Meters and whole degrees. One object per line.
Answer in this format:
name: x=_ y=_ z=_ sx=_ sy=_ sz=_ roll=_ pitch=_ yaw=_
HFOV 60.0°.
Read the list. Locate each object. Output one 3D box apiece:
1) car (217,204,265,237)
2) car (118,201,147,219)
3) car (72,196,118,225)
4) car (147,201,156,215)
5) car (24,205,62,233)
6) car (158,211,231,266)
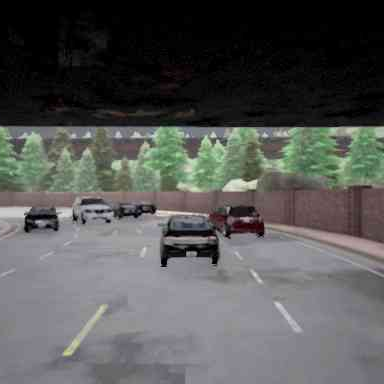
car: x=2.302 y=1.454 z=18.558 sx=2.097 sy=1.767 sz=4.553 roll=0 pitch=0 yaw=-11
car: x=-6.563 y=1.718 z=30.996 sx=2.033 sy=1.411 sz=5.357 roll=0 pitch=0 yaw=-35
car: x=-7.948 y=1.366 z=26.230 sx=2.150 sy=2.045 sz=5.566 roll=1 pitch=-1 yaw=-30
car: x=-5.625 y=1.685 z=35.208 sx=2.128 sy=1.511 sz=4.902 roll=0 pitch=-1 yaw=-38
car: x=-9.297 y=1.606 z=20.793 sx=2.128 sy=1.511 sz=4.902 roll=0 pitch=0 yaw=-23
car: x=-0.184 y=1.557 z=11.887 sx=2.128 sy=1.511 sz=4.902 roll=0 pitch=0 yaw=-4
